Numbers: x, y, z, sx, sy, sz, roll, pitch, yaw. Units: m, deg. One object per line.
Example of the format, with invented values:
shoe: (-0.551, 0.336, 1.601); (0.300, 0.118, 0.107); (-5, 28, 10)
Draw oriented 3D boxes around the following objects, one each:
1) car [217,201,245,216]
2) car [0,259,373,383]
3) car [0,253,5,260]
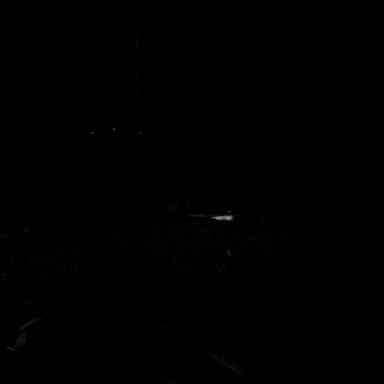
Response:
car: (5.787, 2.272, 47.520); (2.150, 2.045, 5.566); (-1, -2, 36)
car: (-0.555, 1.581, 3.358); (4.313, 1.339, 1.947); (0, 0, 35)
car: (-5.047, 1.601, 6.553); (4.403, 1.369, 2.008); (0, 0, 35)
